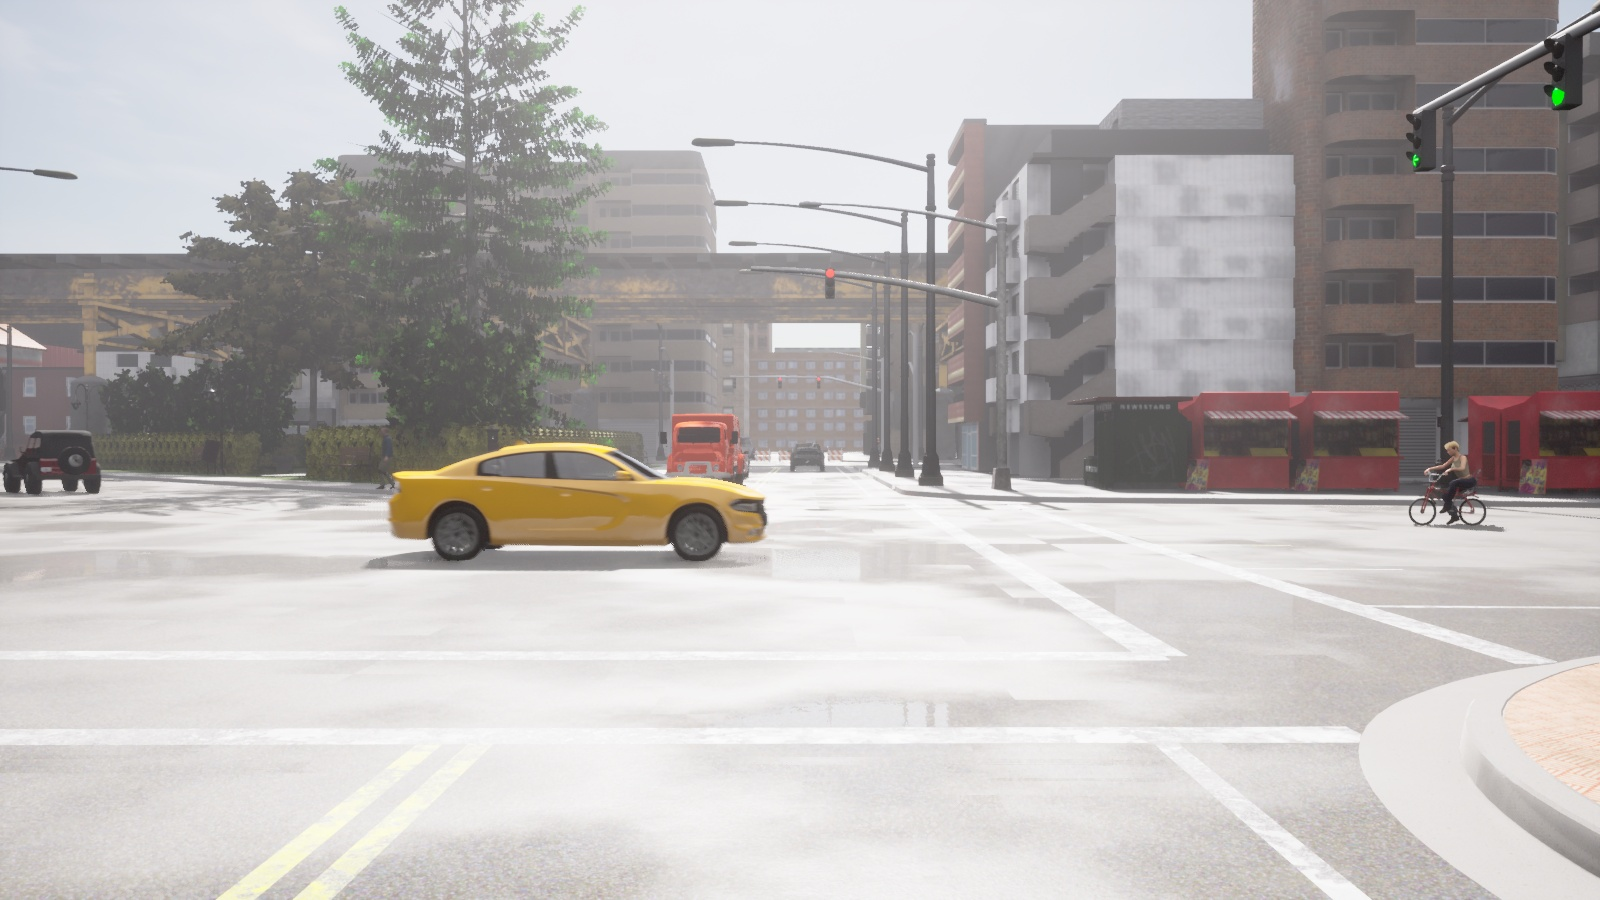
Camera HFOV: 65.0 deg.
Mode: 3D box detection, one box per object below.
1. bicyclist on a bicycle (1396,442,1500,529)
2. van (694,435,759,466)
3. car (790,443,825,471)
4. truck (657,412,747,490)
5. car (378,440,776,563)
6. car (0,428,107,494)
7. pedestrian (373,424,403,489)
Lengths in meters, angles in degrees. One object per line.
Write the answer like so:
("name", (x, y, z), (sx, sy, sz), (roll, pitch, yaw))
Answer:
("bicyclist on a bicycle", (12.324, 0.658, 23.903), (1.509, 1.612, 0.866), (1, 0, -1))
("van", (-4.811, 0.032, 81.936), (1.775, 1.987, 4.442), (0, 1, -45))
("car", (0.406, 0.366, 68.269), (1.837, 1.490, 4.892), (0, 0, 0))
("truck", (-3.240, 0.017, 42.607), (2.627, 2.467, 5.204), (0, 0, 0))
("car", (-2.848, 0.643, 16.866), (5.008, 1.535, 1.882), (0, 0, 0))
("car", (-22.559, 0.308, 37.907), (1.905, 1.878, 3.866), (0, 0, -45))
("pedestrian", (-11.847, 0.188, 36.119), (0.726, 1.842, 0.402), (0, 0, -34))
